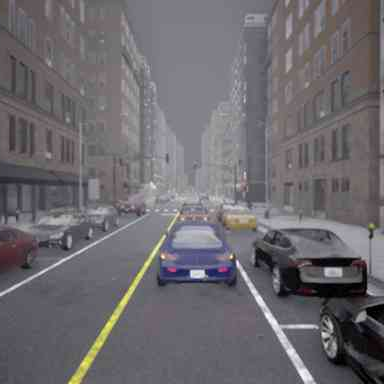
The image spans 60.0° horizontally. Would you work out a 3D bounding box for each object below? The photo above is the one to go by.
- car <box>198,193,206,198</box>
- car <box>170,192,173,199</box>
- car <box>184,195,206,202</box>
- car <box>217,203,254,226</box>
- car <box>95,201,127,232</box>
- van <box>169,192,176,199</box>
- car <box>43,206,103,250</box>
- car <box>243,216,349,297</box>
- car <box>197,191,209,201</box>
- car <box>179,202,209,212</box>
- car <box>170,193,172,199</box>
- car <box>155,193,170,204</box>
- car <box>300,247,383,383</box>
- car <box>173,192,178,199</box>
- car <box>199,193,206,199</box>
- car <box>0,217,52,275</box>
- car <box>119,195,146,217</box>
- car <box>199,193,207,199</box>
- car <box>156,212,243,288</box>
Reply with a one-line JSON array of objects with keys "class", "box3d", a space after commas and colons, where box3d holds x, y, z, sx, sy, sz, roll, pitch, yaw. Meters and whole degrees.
[{"class": "car", "box3d": [2.765, 1.032, 94.593, 2.008, 1.369, 4.403, 0, 0, 0]}, {"class": "car", "box3d": [-5.298, 1.166, 67.170, 1.752, 1.417, 4.829, 0, 0, 0]}, {"class": "car", "box3d": [0.043, 1.319, 30.555, 1.882, 1.535, 5.008, 0, 0, 0]}, {"class": "car", "box3d": [2.663, 1.427, 19.294, 1.752, 1.417, 4.829, 0, 0, 0]}, {"class": "car", "box3d": [-5.363, 1.453, 19.144, 2.008, 1.369, 4.403, 0, 0, 0]}, {"class": "van", "box3d": [-5.267, 0.854, 89.154, 1.690, 1.788, 3.998, 0, 0, 0]}, {"class": "car", "box3d": [-5.370, 1.482, 13.731, 2.008, 1.369, 4.403, 0, 0, 0]}, {"class": "car", "box3d": [2.648, 1.525, 8.298, 1.947, 1.339, 4.313, 0, 0, 0]}, {"class": "car", "box3d": [2.735, 1.049, 72.775, 1.967, 1.590, 4.097, 0, 0, 0]}, {"class": "car", "box3d": [0.120, 1.497, 20.380, 1.895, 1.301, 4.718, 0, 0, 0]}, {"class": "car", "box3d": [-5.305, 1.215, 61.886, 1.887, 1.381, 4.507, 0, 0, 0]}, {"class": "car", "box3d": [-5.312, 1.252, 56.432, 2.008, 1.369, 4.403, 0, 0, 0]}, {"class": "car", "box3d": [2.640, 1.552, 2.885, 1.947, 1.339, 4.313, 0, 0, 0]}, {"class": "car", "box3d": [-5.275, 1.111, 83.702, 1.947, 1.339, 4.313, 0, 0, 0]}, {"class": "car", "box3d": [2.757, 1.058, 89.139, 1.887, 1.381, 4.507, 0, 0, 0]}, {"class": "car", "box3d": [-5.378, 1.541, 8.318, 1.802, 1.307, 4.206, 0, 0, 0]}, {"class": "car", "box3d": [-5.348, 1.159, 29.968, 2.192, 1.841, 5.009, 0, 0, 0]}, {"class": "car", "box3d": [2.750, 0.985, 83.684, 1.967, 1.590, 4.097, 0, 0, 0]}, {"class": "car", "box3d": [0.113, 1.482, 9.010, 1.812, 1.442, 4.674, 0, 0, 0]}]
